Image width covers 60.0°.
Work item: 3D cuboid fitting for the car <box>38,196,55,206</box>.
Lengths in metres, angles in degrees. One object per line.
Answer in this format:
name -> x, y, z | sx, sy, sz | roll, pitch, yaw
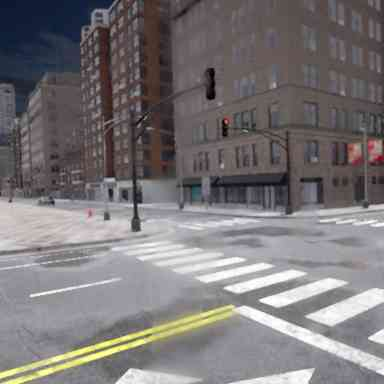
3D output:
car -> -23.771, 1.442, 54.332 | 1.837, 1.490, 4.892 | -3, 1, -35
